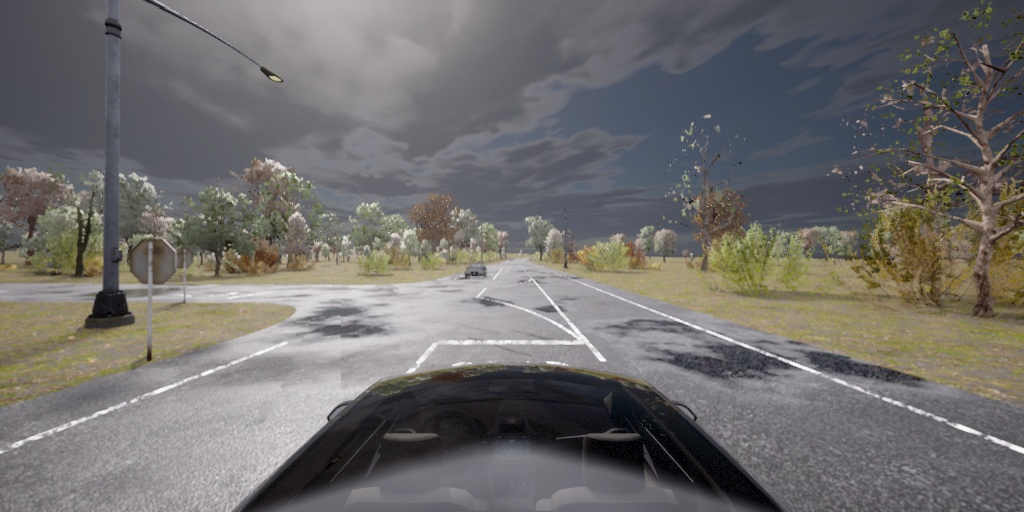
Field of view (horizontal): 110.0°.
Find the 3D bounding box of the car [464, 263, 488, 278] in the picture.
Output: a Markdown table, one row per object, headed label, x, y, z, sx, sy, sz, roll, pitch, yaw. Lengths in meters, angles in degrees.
| label | x | y | z | sx | sy | sz | roll | pitch | yaw |
| --- | --- | --- | --- | --- | --- | --- | --- | --- | --- |
| car | -3.417 | 1.416 | 34.745 | 1.994 | 1.385 | 4.181 | 0 | 0 | 0 |
